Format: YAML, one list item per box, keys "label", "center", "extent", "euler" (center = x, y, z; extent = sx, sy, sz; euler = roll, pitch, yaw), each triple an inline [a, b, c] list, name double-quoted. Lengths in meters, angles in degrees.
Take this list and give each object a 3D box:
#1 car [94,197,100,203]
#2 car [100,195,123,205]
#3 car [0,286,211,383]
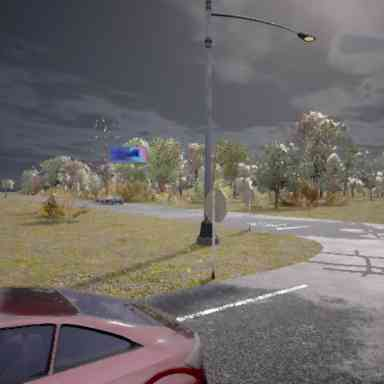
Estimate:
- label: "car"
  center: [-16.386, 1.488, 60.917]
  extent: [1.895, 1.301, 4.718]
  euler: [0, 0, -34]
- label: "car"
  center: [-13.366, 1.249, 56.504]
  extent: [2.097, 1.767, 4.553]
  euler: [0, 0, -33]
- label: "car"
  center: [-1.868, 1.565, 2.546]
  extent: [4.181, 1.385, 1.994]
  euler: [0, 0, -36]
